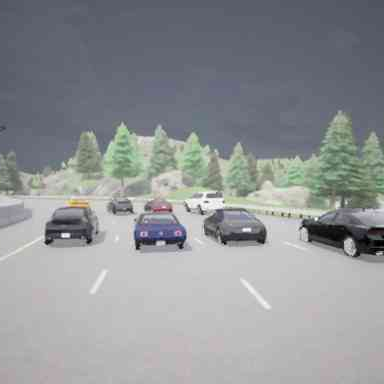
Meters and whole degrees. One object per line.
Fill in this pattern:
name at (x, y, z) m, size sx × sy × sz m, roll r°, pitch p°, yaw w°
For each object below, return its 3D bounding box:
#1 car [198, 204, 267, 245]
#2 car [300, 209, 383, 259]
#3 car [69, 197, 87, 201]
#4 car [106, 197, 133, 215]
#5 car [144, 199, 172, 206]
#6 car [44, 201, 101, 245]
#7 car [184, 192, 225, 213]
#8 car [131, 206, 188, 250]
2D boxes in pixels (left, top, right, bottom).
car at (1.786, 1.439, 15.030) m, size 1.994 × 1.385 × 4.181 m, roll 0°, pitch 0°, yaw -10°
car at (5.800, 1.364, 12.285) m, size 1.882 × 1.535 × 5.008 m, roll 0°, pitch 0°, yaw -8°
car at (-11.320, 1.246, 32.829) m, size 1.882 × 1.535 × 5.008 m, roll 0°, pitch 0°, yaw -24°
car at (-6.859, 1.260, 31.344) m, size 2.128 × 1.511 × 4.902 m, roll 0°, pitch 0°, yaw -23°
car at (-3.317, 1.319, 31.922) m, size 1.994 × 1.385 × 4.181 m, roll 0°, pitch 0°, yaw -23°
car at (-5.347, 1.398, 15.147) m, size 1.837 × 1.490 × 4.892 m, roll 0°, pitch 1°, yaw -12°
car at (1.089, 0.976, 30.472) m, size 2.150 × 2.045 × 5.566 m, roll 0°, pitch 0°, yaw -21°
car at (-1.488, 1.493, 13.911) m, size 1.895 × 1.301 × 4.718 m, roll 0°, pitch 0°, yaw -10°
